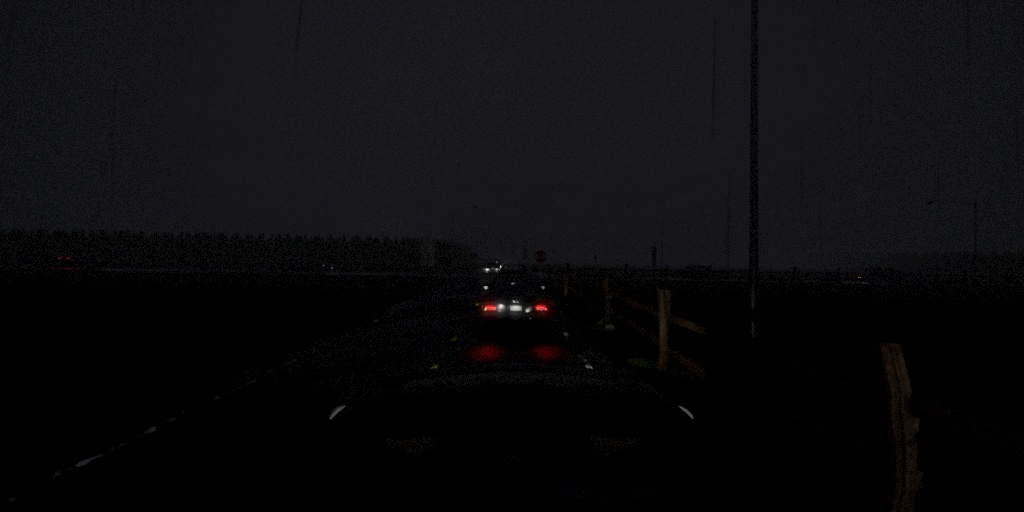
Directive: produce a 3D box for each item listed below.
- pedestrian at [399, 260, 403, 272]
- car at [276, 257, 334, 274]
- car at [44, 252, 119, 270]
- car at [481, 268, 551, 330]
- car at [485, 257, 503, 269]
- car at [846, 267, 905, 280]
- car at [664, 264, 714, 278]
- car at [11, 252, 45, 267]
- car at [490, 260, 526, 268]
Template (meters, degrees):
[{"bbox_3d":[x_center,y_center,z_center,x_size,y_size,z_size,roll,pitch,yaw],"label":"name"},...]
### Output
[{"bbox_3d":[-12.234,1.066,39.457,0.375,1.300,0.375,0,-1,0],"label":"pedestrian"},{"bbox_3d":[-19.233,0.828,33.450,4.902,1.511,2.128,1,0,0],"label":"car"},{"bbox_3d":[-39.722,0.577,33.367,4.718,1.301,1.895,1,0,0],"label":"car"},{"bbox_3d":[0.083,1.273,10.941,2.033,1.411,5.357,0,0,0],"label":"car"},{"bbox_3d":[-2.919,0.963,54.335,2.097,1.767,4.553,0,0,0],"label":"car"},{"bbox_3d":[37.086,1.866,36.647,4.892,1.490,1.837,1,0,0],"label":"car"},{"bbox_3d":[18.022,1.545,36.572,4.674,1.442,1.812,1,0,0],"label":"car"},{"bbox_3d":[-47.347,0.366,36.200,4.892,1.490,1.837,1,0,2],"label":"car"},{"bbox_3d":[0.105,1.191,20.716,2.128,1.511,4.902,0,0,1],"label":"car"}]
